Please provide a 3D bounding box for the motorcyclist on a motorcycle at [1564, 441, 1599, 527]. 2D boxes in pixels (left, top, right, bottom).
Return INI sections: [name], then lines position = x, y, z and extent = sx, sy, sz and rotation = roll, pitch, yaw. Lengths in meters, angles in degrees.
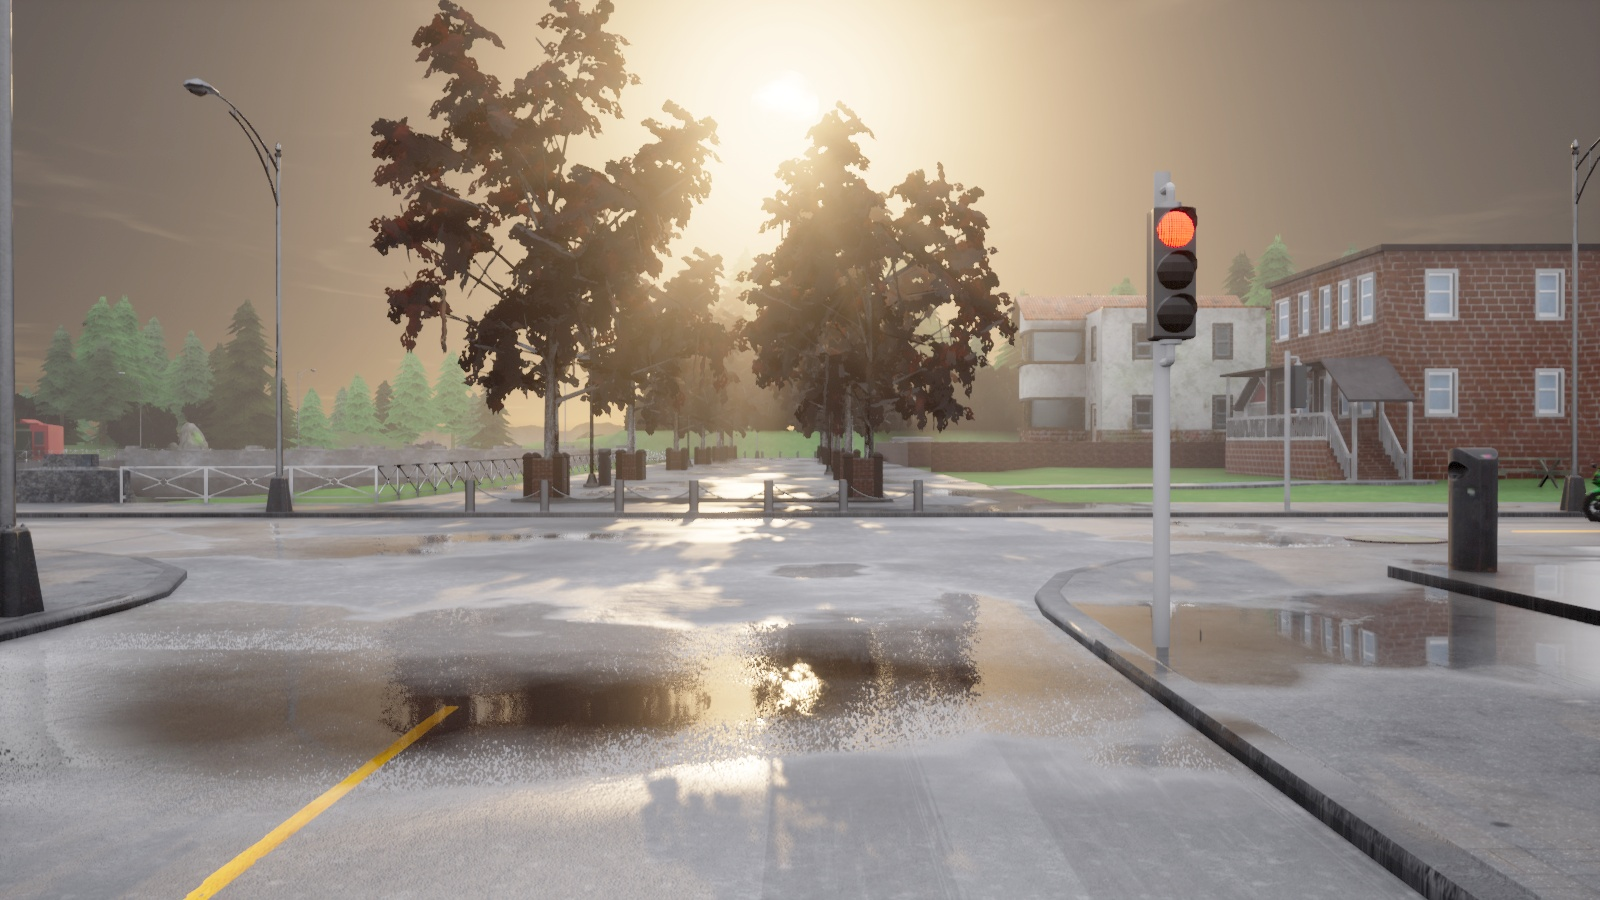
[motorcyclist on a motorcycle]
position = 15.148, 0.607, 22.817
extent = 2.044, 1.523, 0.797
rotation = 0, 0, 0
